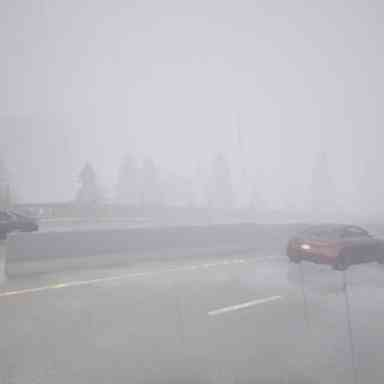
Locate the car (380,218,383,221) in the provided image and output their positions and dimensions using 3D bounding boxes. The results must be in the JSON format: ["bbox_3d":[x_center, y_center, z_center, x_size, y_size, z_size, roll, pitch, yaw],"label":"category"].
[{"bbox_3d":[24.343,3.612,38.530,5.008,1.535,1.882,4,-3,-35],"label":"car"}]

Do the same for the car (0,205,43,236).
[{"bbox_3d":[-10.830,1.510,17.763,4.902,1.511,2.128,0,0,-36],"label":"car"}]

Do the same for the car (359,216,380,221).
[{"bbox_3d":[22.027,3.660,41.175,5.357,1.411,2.033,4,-3,-35],"label":"car"}]

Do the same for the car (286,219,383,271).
[{"bbox_3d":[5.281,1.813,11.817,4.181,1.385,1.994,3,-2,-35],"label":"car"}]

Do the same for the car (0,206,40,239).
[{"bbox_3d":[-9.349,1.518,14.520,4.892,1.490,1.837,0,0,-36],"label":"car"}]
